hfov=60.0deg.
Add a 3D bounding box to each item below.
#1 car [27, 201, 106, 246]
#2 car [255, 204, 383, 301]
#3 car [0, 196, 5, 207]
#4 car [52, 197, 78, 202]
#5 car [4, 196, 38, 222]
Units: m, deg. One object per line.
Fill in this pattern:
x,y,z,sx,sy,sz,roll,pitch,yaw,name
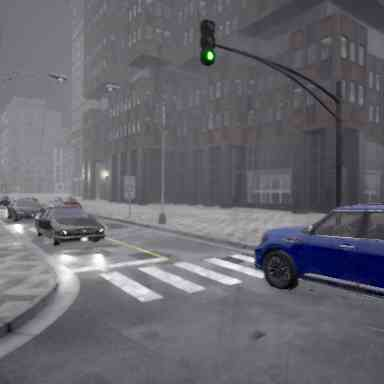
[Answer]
-5.558,1.353,14.654,2.033,1.411,5.357,1,0,-35,car
3.827,1.233,6.771,2.150,2.045,5.566,0,0,-35,car
-20.614,1.053,35.942,1.895,1.301,4.718,1,0,-35,car
-10.367,1.153,26.800,2.128,1.511,4.902,1,0,-35,car
-11.416,1.173,22.919,1.837,1.490,4.892,1,1,-35,car
